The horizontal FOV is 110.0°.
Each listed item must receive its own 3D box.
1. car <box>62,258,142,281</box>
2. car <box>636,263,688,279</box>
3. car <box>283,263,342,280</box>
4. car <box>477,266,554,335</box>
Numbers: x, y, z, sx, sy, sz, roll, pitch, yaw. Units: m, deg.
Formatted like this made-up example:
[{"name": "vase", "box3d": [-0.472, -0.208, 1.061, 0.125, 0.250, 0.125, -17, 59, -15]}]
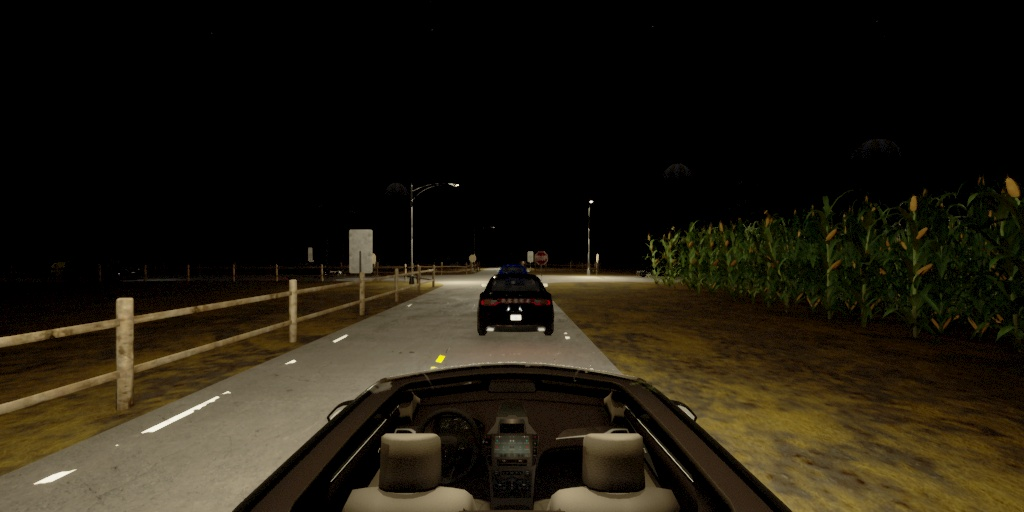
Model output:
[{"name": "car", "box3d": [-37.279, 1.183, 32.664, 5.566, 2.045, 2.150, 0, 1, 0]}, {"name": "car", "box3d": [14.850, 1.426, 35.517, 5.008, 1.535, 1.882, 0, 1, 0]}, {"name": "car", "box3d": [-18.057, 1.364, 32.634, 4.902, 1.511, 2.128, 0, 1, 0]}, {"name": "car", "box3d": [0.079, 1.231, 10.499, 1.882, 1.535, 5.008, 0, 0, 0]}]
